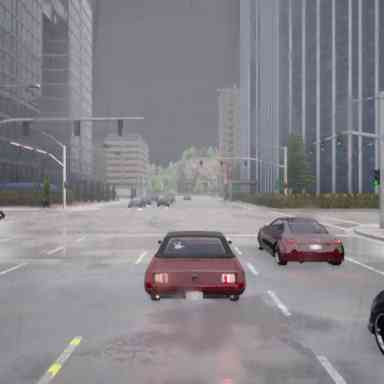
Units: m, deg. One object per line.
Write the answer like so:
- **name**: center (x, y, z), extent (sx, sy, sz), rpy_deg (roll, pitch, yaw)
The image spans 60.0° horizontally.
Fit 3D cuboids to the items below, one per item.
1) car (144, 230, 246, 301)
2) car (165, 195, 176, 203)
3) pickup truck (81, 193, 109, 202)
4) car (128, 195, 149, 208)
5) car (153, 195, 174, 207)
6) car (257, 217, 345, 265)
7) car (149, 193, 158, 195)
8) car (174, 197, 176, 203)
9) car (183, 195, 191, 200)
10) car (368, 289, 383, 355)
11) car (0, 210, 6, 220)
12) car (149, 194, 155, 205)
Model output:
- **car**: center (0.070, 1.599, 8.268), extent (1.895, 1.301, 4.718), rpy_deg (0, 0, 0)
- **car**: center (-4.556, 1.511, 71.826), extent (2.128, 1.511, 4.902), rpy_deg (0, 0, -1)
- **pickup truck**: center (-21.201, 1.044, 73.315), extent (2.390, 2.098, 6.274), rpy_deg (0, 0, 30)
- **car**: center (-7.796, 1.516, 47.443), extent (1.812, 1.442, 4.674), rpy_deg (0, 0, 1)
- **car**: center (-4.353, 1.537, 51.544), extent (2.033, 1.411, 5.357), rpy_deg (0, 0, -1)
- **car**: center (3.576, 1.562, 11.627), extent (1.994, 1.385, 4.181), rpy_deg (0, 0, 0)
- **car**: center (-8.013, 1.209, 68.820), extent (2.150, 2.045, 5.566), rpy_deg (0, 0, -1)
- **car**: center (-4.468, 1.493, 61.386), extent (1.837, 1.490, 4.892), rpy_deg (0, 0, -1)
- **car**: center (-1.300, 1.535, 88.541), extent (1.994, 1.385, 4.181), rpy_deg (0, 0, -1)
- **car**: center (3.608, 1.563, 3.216), extent (1.994, 1.385, 4.181), rpy_deg (0, 0, -1)
- **car**: center (-16.178, 1.559, 24.628), extent (4.181, 1.385, 1.994), rpy_deg (0, 0, 0)
- **car**: center (-7.914, 1.494, 56.697), extent (1.837, 1.490, 4.892), rpy_deg (0, 0, -1)
